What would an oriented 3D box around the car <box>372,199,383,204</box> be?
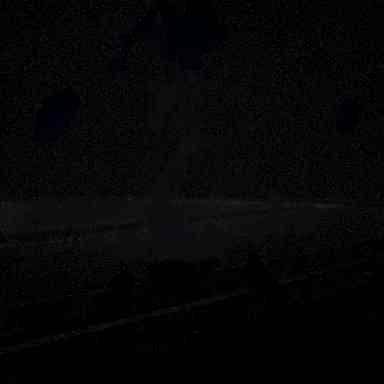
[{"bbox_3d":[43.058,2.335,76.061,1.895,1.301,4.718,0,-1,3],"label":"car"}]
